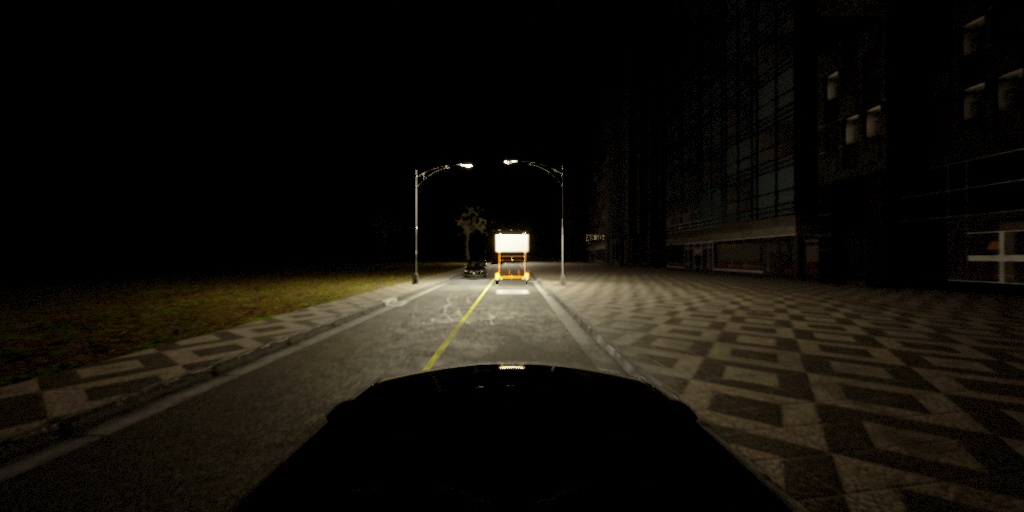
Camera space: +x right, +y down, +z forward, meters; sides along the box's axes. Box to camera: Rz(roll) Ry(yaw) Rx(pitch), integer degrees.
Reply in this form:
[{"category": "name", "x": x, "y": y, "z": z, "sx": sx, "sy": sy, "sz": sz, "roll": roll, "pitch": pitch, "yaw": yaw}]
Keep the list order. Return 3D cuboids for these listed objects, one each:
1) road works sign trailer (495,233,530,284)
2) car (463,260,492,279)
[{"category": "road works sign trailer", "x": 0.006, "y": 0.151, "z": 25.310, "sx": 2.380, "sy": 3.560, "sz": 2.880, "roll": 0, "pitch": 0, "yaw": 0}, {"category": "car", "x": -3.086, "y": 1.178, "z": 31.503, "sx": 1.837, "sy": 1.490, "sz": 4.892, "roll": 0, "pitch": 0, "yaw": 0}]
